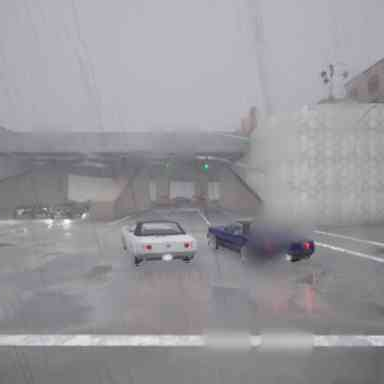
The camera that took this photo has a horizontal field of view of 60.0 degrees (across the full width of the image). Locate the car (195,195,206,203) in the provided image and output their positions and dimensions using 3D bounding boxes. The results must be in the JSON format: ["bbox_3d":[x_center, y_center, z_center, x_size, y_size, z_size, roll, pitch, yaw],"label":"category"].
[{"bbox_3d":[1.374,1.505,71.800,2.097,1.767,4.553,0,0,28],"label":"car"}]

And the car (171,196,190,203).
[{"bbox_3d":[-2.428,1.625,71.763,1.882,1.535,5.008,0,0,24],"label":"car"}]

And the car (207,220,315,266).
[{"bbox_3d":[2.106,1.636,11.859,1.895,1.301,4.718,0,0,-18],"label":"car"}]

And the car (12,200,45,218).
[{"bbox_3d":[-14.804,1.544,30.933,2.128,1.511,4.902,0,0,-1],"label":"car"}]

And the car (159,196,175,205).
[{"bbox_3d":[-4.777,1.477,61.896,2.097,1.767,4.553,0,0,6],"label":"car"}]

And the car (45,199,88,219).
[{"bbox_3d":[-11.287,1.579,30.310,1.812,1.442,4.674,0,0,-1],"label":"car"}]

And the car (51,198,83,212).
[{"bbox_3d":[-15.027,1.564,40.210,2.128,1.511,4.902,0,0,-1],"label":"car"}]

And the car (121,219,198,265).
[{"bbox_3d":[-1.392,1.623,11.860,1.895,1.301,4.718,0,0,-18],"label":"car"}]

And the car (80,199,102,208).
[{"bbox_3d":[-15.229,1.694,50.330,1.895,1.301,4.718,0,0,-1],"label":"car"}]

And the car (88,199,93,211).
[{"bbox_3d":[-11.504,1.636,38.988,1.994,1.385,4.181,0,0,-2],"label":"car"}]

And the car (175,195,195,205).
[{"bbox_3d":[-1.276,1.618,61.794,2.128,1.511,4.902,0,0,6],"label":"car"}]
